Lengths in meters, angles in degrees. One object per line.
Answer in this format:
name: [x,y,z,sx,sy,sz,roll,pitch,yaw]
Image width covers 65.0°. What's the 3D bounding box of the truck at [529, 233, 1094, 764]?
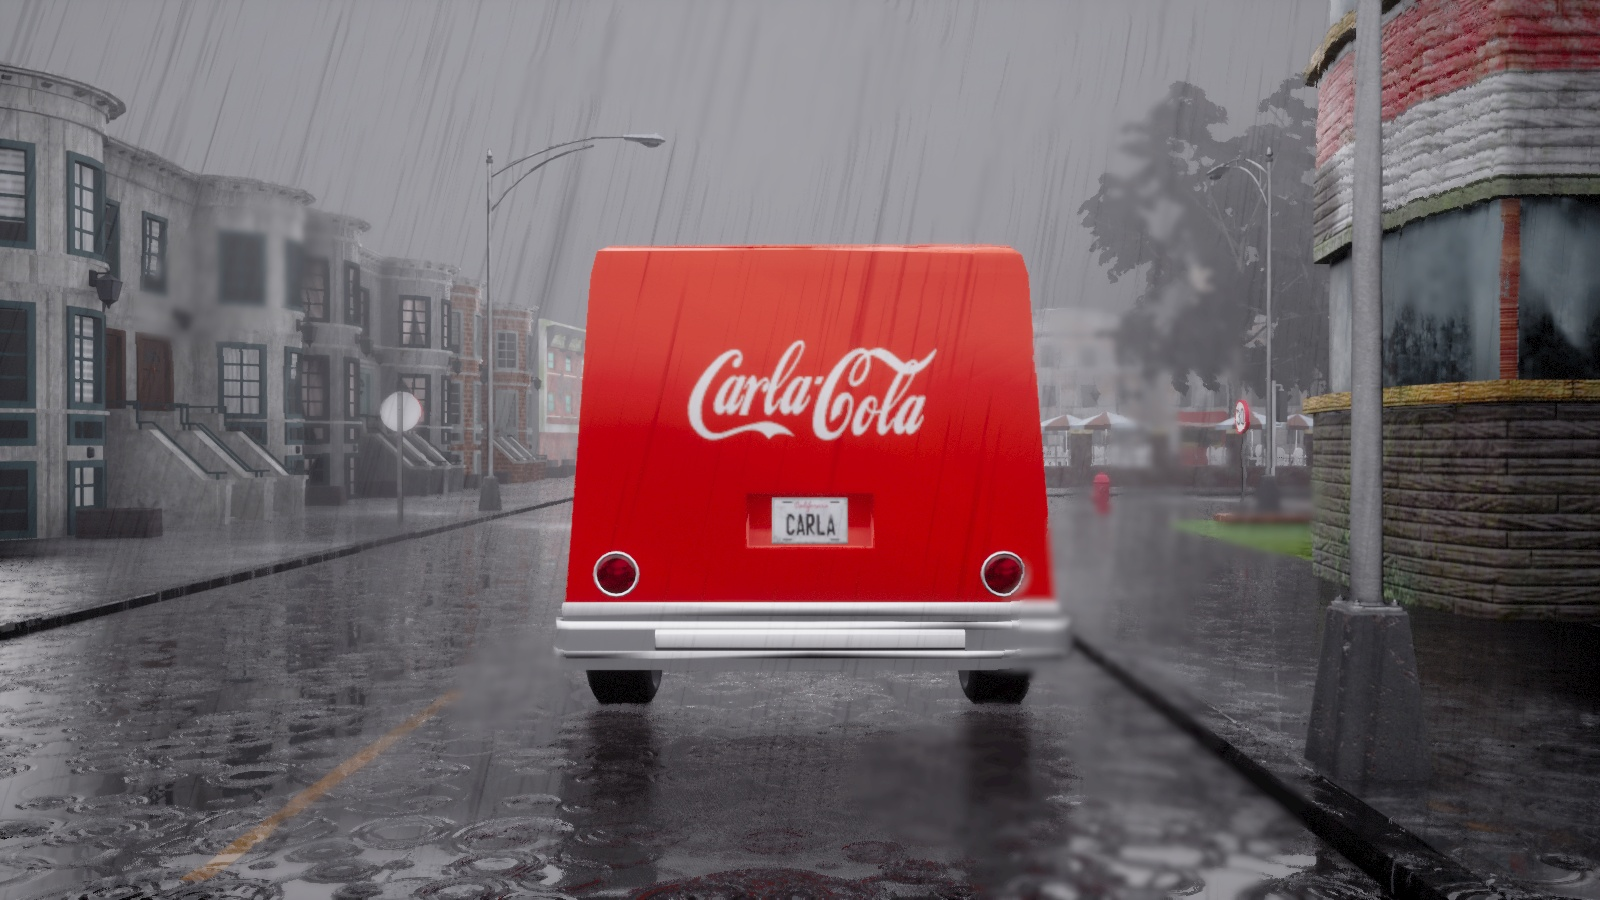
truck: [0.065,0.212,8.449,2.627,2.467,5.204,0,0,0]
